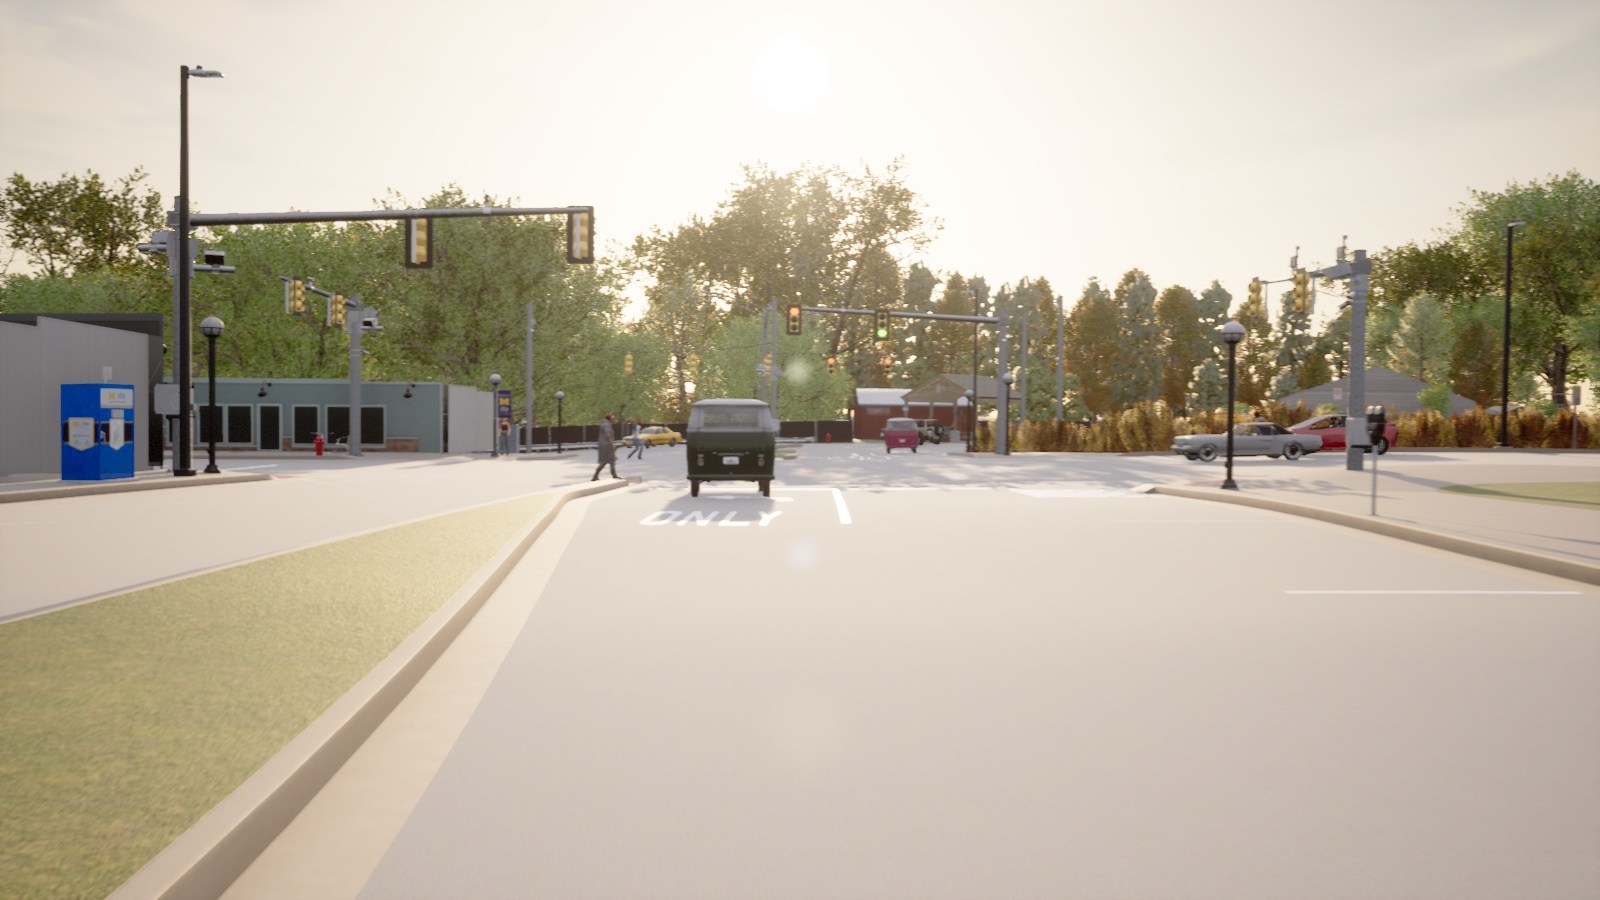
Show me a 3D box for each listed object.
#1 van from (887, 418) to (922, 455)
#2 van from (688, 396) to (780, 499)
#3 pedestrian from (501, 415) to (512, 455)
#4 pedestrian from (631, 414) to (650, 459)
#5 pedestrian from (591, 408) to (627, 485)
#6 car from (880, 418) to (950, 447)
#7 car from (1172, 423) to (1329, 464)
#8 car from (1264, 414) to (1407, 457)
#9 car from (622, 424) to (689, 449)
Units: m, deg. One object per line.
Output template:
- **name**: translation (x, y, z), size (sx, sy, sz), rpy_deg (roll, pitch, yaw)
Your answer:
- **van**: translation (5.903, -0.801, 71.389), size (1.775, 1.987, 4.442), rpy_deg (-1, 2, 2)
- **van**: translation (-1.429, -0.048, 26.644), size (1.775, 1.987, 4.442), rpy_deg (0, 0, -4)
- **pedestrian**: translation (-13.730, -0.703, 58.745), size (0.345, 1.836, 0.594), rpy_deg (1, 2, 1)
- **pedestrian**: translation (-6.622, -0.552, 52.125), size (0.706, 1.836, 0.354), rpy_deg (2, 2, 23)
- **pedestrian**: translation (-4.941, -0.102, 32.526), size (0.873, 1.952, 0.659), rpy_deg (1, 2, -7)
- **car**: translation (7.730, -1.222, 84.747), size (1.932, 1.855, 4.605), rpy_deg (-4, 3, -40)
- **car**: translation (15.492, -0.239, 43.339), size (4.718, 1.301, 1.895), rpy_deg (-1, 2, 0)
- **car**: translation (19.940, -0.565, 46.929), size (4.514, 1.525, 2.007), rpy_deg (-1, 2, 4)
- **car**: translation (-10.026, -0.951, 87.393), size (1.801, 1.575, 5.366), rpy_deg (0, 3, 29)
